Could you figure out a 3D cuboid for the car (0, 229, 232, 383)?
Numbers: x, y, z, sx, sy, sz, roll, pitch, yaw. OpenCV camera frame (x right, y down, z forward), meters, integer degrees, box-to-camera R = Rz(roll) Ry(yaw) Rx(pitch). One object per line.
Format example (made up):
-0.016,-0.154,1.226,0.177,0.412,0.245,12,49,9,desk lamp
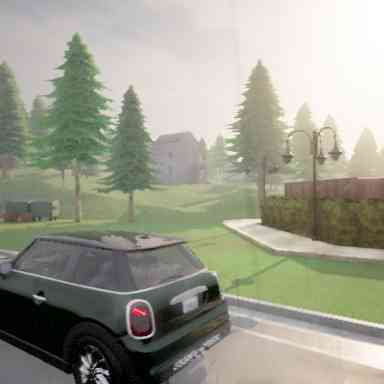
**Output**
-1.742,1.375,5.233,4.553,1.767,2.097,0,0,36,car
